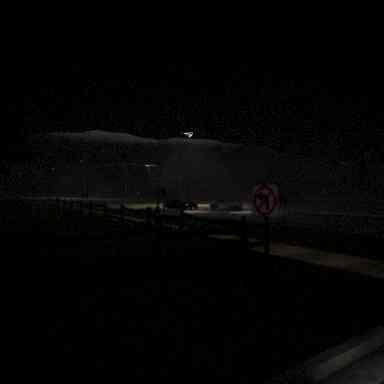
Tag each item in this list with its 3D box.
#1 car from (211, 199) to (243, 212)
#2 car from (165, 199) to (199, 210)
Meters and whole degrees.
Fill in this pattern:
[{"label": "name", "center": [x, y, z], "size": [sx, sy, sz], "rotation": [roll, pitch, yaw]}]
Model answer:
[{"label": "car", "center": [4.077, 1.521, 39.816], "size": [1.812, 1.442, 4.674], "rotation": [0, 0, -35]}, {"label": "car", "center": [-1.362, 1.543, 41.518], "size": [2.033, 1.411, 5.357], "rotation": [0, 0, -35]}]
